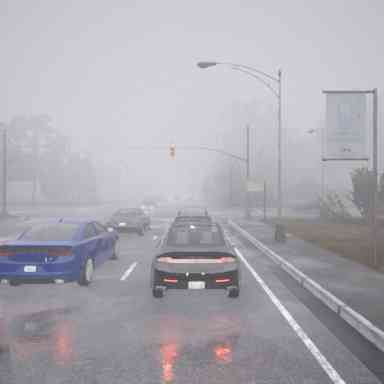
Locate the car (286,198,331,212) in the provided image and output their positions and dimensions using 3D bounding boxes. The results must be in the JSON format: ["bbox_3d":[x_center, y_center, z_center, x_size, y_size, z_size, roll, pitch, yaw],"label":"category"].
[{"bbox_3d":[13.618,1.525,38.141,4.674,1.442,1.812,0,0,3],"label":"car"}]

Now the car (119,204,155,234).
[{"bbox_3d":[-3.463,1.563,18.504,1.994,1.385,4.181,0,0,0],"label":"car"}]

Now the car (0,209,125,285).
[{"bbox_3d":[-3.432,1.477,9.513,1.882,1.535,5.008,0,0,0],"label":"car"}]

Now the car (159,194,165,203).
[{"bbox_3d":[-7.243,1.501,68.951,1.837,1.490,4.892,0,0,0],"label":"car"}]

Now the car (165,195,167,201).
[{"bbox_3d":[-7.286,1.351,81.316,2.097,1.767,4.553,0,0,0],"label":"car"}]

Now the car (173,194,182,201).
[{"bbox_3d":[-3.800,1.467,85.318,1.882,1.535,5.008,0,0,0],"label":"car"}]

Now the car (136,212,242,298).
[{"bbox_3d":[0.073,1.491,8.508,2.128,1.511,4.902,0,0,0],"label":"car"}]

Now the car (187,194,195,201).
[{"bbox_3d":[-0.302,1.515,85.713,2.128,1.511,4.902,0,0,0],"label":"car"}]

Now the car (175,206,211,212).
[{"bbox_3d":[0.038,1.477,18.004,1.882,1.535,5.008,0,0,0],"label":"car"}]

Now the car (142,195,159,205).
[{"bbox_3d":[-7.278,1.502,56.623,1.837,1.490,4.892,0,0,0],"label":"car"}]
